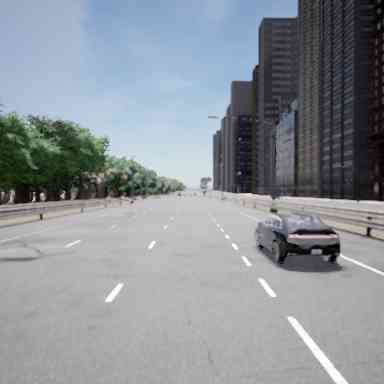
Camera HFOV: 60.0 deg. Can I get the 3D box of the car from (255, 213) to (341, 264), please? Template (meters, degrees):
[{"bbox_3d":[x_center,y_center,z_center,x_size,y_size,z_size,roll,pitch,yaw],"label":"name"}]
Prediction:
[{"bbox_3d":[3.545,1.508,11.923,2.128,1.511,4.902,0,0,0],"label":"car"}]
